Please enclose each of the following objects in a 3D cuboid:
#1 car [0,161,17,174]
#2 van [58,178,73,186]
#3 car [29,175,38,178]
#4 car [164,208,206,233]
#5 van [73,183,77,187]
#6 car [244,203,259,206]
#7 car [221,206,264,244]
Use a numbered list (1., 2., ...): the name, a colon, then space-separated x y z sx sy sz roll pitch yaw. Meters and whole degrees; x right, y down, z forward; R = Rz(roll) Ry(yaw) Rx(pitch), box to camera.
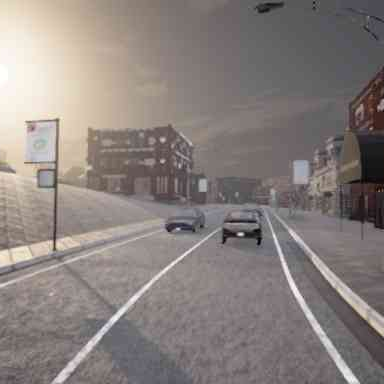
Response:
1. car: -23.837 -2.761 40.917 2.435 2.045 5.566 0 -3 1
2. van: -24.733 -1.447 63.119 1.878 1.987 4.442 1 -4 -4
3. car: -24.082 -1.873 51.929 2.002 1.452 4.674 1 -3 -2
4. car: -0.272 1.781 21.602 2.033 1.411 5.357 0 -1 12
5. van: -25.235 -1.073 68.623 1.878 1.987 4.442 1 -4 -5
6. car: 6.194 1.895 34.689 2.097 1.767 4.553 0 -1 12
7. car: 2.554 1.646 16.701 2.128 1.511 4.902 0 -1 11
